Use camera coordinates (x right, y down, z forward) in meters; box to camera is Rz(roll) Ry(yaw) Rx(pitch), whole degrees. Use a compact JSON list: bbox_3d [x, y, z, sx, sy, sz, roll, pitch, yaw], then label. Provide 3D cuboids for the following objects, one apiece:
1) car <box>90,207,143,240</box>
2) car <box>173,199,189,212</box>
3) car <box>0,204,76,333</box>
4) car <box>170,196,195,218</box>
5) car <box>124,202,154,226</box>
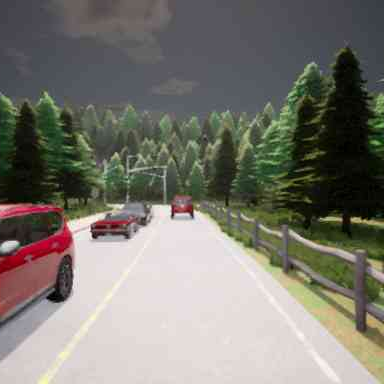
[{"bbox_3d":[-4.014,1.706,17.890,1.895,1.301,4.718,0,0,-2],"label":"car"},{"bbox_3d":[-1.523,1.702,44.441,1.882,1.535,5.008,0,0,-4],"label":"car"},{"bbox_3d":[-3.685,1.262,5.484,2.150,2.045,5.566,0,-1,-1],"label":"car"},{"bbox_3d":[-0.926,1.387,32.077,2.150,2.045,5.566,0,0,-2],"label":"car"},{"bbox_3d":[-4.182,1.542,24.149,2.097,1.767,4.553,0,0,-2],"label":"car"}]
